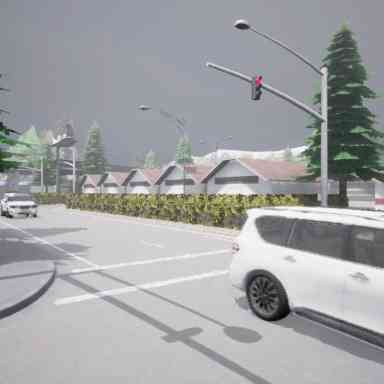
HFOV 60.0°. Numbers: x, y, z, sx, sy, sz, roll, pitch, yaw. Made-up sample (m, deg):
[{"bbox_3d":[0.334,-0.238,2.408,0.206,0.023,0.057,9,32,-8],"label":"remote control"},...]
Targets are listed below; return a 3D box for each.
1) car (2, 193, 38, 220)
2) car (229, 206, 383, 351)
[{"bbox_3d":[-15.283,1.162,29.370,2.150,2.045,5.566,0,1,-37],"label":"car"},{"bbox_3d":[3.006,1.344,5.194,2.150,2.045,5.566,0,1,-37],"label":"car"}]
